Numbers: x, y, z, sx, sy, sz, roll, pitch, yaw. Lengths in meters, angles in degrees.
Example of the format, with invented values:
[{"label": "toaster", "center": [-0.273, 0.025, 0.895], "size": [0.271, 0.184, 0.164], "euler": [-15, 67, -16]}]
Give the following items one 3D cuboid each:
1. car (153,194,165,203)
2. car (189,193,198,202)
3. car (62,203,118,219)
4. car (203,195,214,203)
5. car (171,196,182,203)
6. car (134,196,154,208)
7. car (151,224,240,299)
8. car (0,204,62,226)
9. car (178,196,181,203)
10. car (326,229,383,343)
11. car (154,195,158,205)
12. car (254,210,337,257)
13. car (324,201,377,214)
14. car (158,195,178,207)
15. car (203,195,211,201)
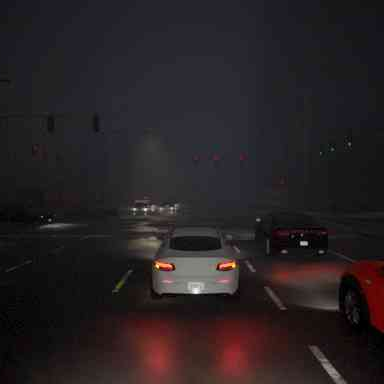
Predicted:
[{"label": "car", "center": [-6.837, 1.352, 69.018], "size": [2.097, 1.767, 4.553], "euler": [0, 0, 1]}, {"label": "car", "center": [0.329, 1.591, 79.257], "size": [1.895, 1.301, 4.718], "euler": [0, 0, 1]}, {"label": "car", "center": [-8.880, 1.601, 29.165], "size": [4.718, 1.301, 1.895], "euler": [0, 0, -18]}, {"label": "car", "center": [3.758, 1.477, 70.775], "size": [1.882, 1.535, 5.008], "euler": [0, 0, 1]}, {"label": "car", "center": [-3.304, 1.540, 71.039], "size": [2.033, 1.411, 5.357], "euler": [0, 0, 1]}, {"label": "car", "center": [-7.240, 1.478, 48.823], "size": [1.882, 1.535, 5.008], "euler": [0, 0, 1]}, {"label": "car", "center": [0.062, 1.526, 8.295], "size": [1.812, 1.442, 4.674], "euler": [0, 0, 0]}, {"label": "car", "center": [-12.301, 1.548, 23.395], "size": [5.357, 1.411, 2.033], "euler": [0, 0, 14]}, {"label": "car", "center": [-3.544, 1.504, 60.443], "size": [1.837, 1.490, 4.892], "euler": [0, 0, 1]}, {"label": "car", "center": [3.601, 1.352, 3.966], "size": [2.097, 1.767, 4.553], "euler": [0, 0, 0]}, {"label": "car", "center": [-7.093, 1.491, 58.090], "size": [2.128, 1.511, 4.902], "euler": [0, 0, 1]}, {"label": "car", "center": [3.647, 1.478, 13.005], "size": [1.882, 1.535, 5.008], "euler": [0, 0, 2]}, {"label": "car", "center": [16.411, 1.601, 34.676], "size": [4.718, 1.301, 1.895], "euler": [0, 0, 0]}, {"label": "car", "center": [-3.704, 1.478, 51.217], "size": [1.882, 1.535, 5.008], "euler": [0, 0, 1]}, {"label": "car", "center": [3.990, 1.478, 89.260], "size": [1.882, 1.535, 5.008], "euler": [0, 0, 1]}]
